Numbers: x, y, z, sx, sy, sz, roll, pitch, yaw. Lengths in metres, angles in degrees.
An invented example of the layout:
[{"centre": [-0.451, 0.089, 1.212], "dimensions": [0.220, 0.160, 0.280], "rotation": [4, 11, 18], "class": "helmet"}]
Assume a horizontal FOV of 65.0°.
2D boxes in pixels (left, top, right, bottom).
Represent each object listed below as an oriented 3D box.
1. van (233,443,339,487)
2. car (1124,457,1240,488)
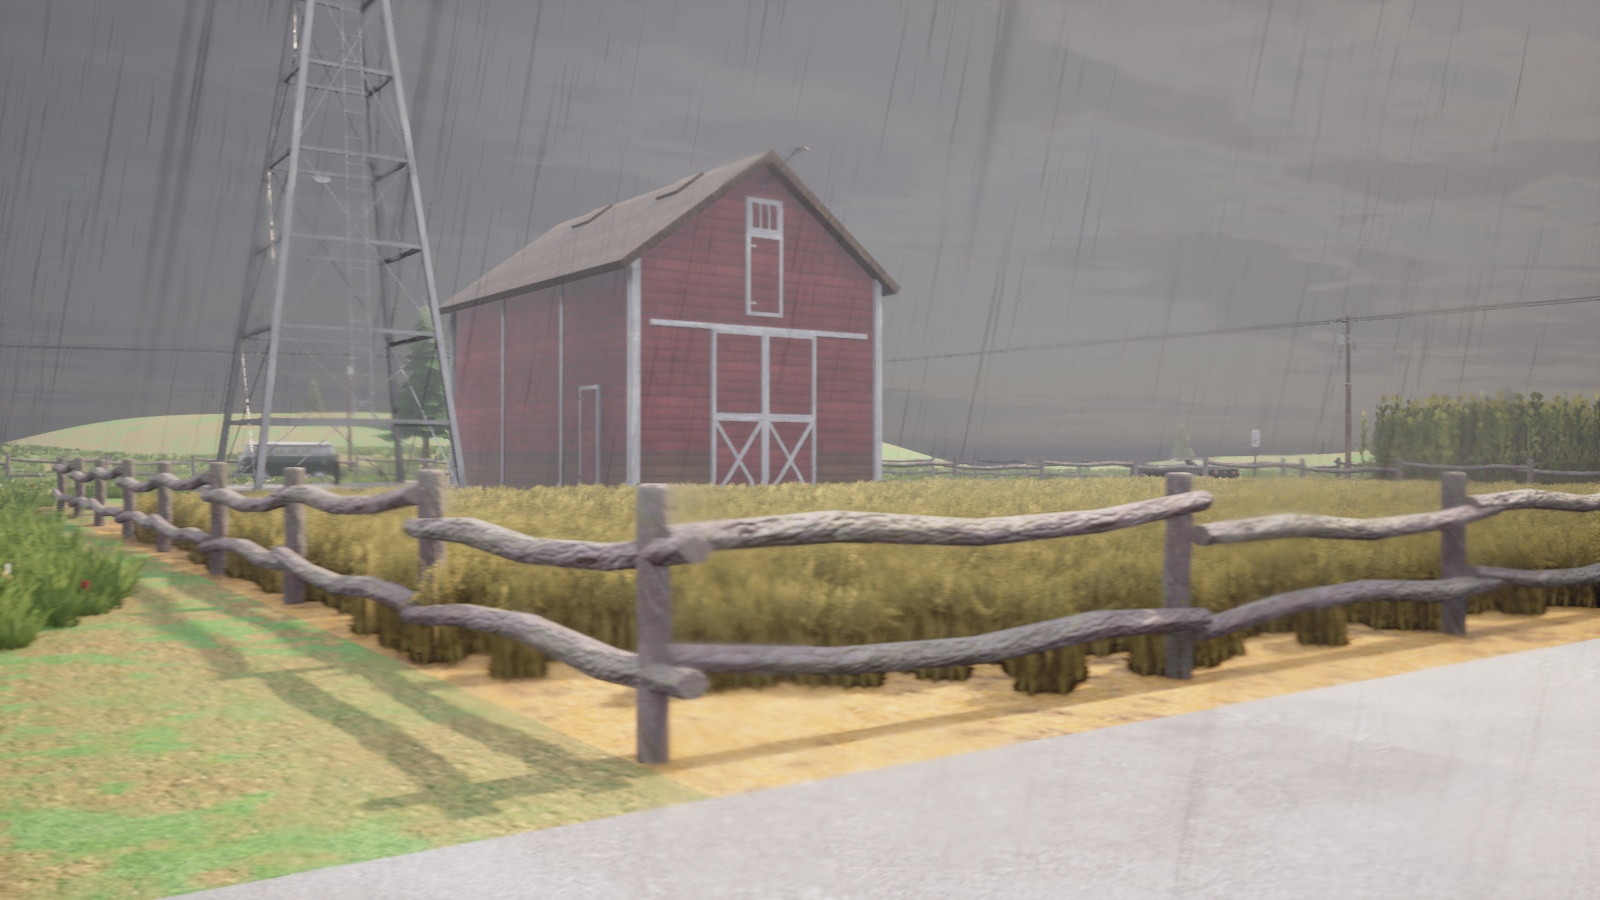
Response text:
[{"centre": [-24.304, 0.694, 59.440], "dimensions": [4.442, 1.987, 1.775], "rotation": [0, 0, -29], "class": "van"}, {"centre": [16.760, 0.945, 55.344], "dimensions": [1.895, 1.301, 4.718], "rotation": [0, 0, -35], "class": "car"}]
